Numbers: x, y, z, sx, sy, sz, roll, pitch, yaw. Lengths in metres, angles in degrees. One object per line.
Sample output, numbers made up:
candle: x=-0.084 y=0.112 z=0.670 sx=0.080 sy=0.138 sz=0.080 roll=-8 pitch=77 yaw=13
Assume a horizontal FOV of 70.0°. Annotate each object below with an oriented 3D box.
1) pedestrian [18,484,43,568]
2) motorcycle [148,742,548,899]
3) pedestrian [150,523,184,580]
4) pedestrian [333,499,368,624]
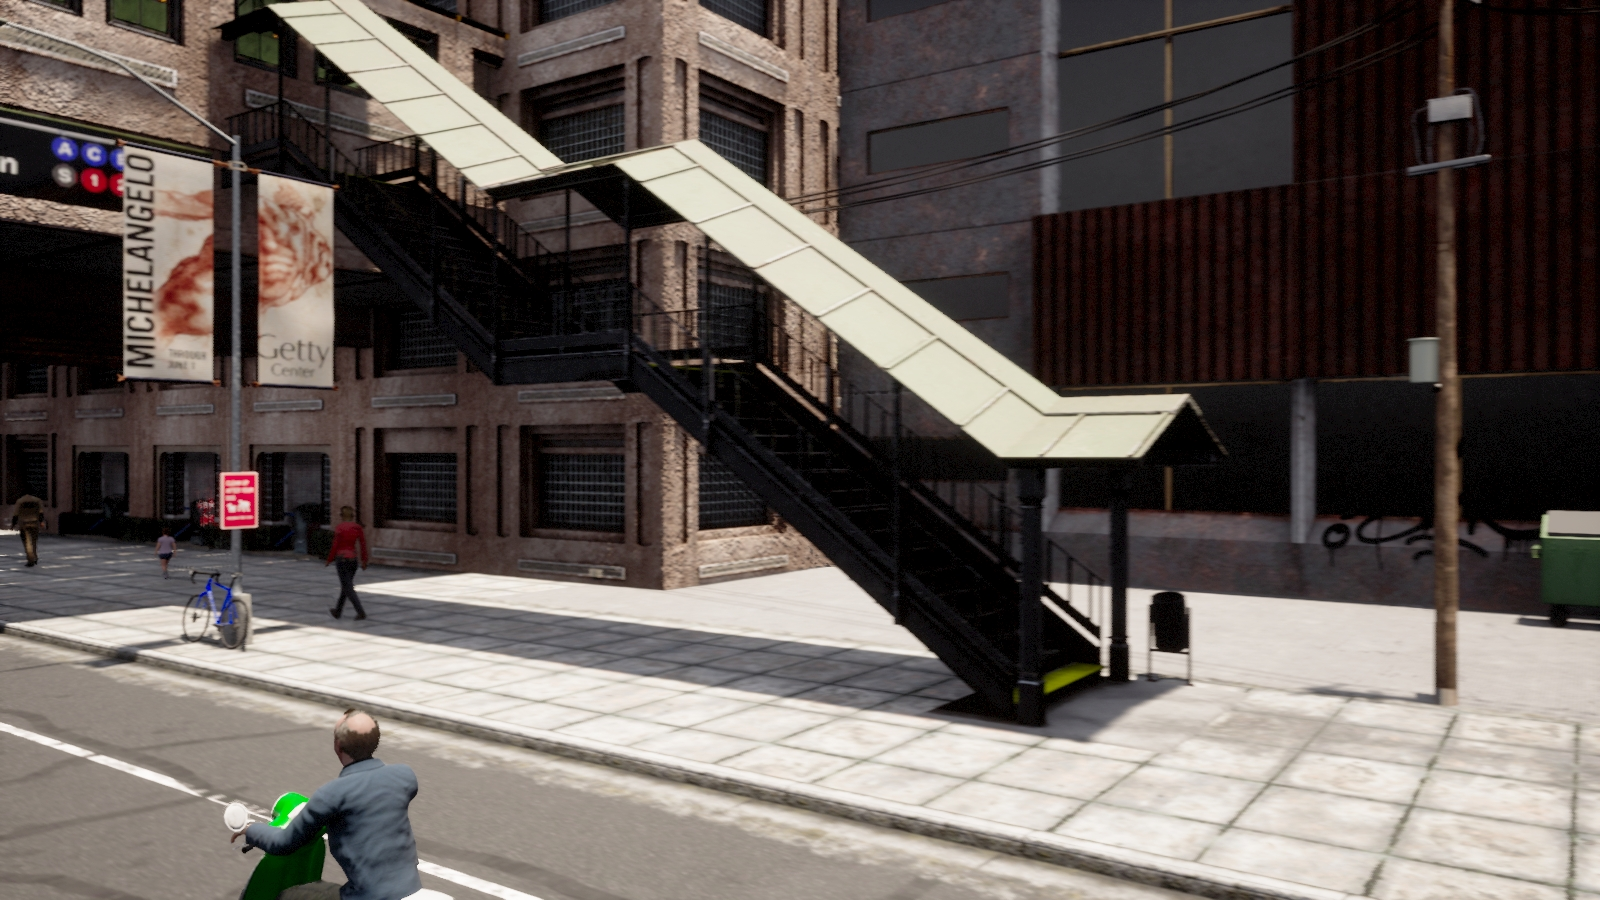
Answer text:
pedestrian: x=-17.230 y=1.696 z=25.586 sx=0.375 sy=1.860 sz=0.375 roll=0 pitch=0 yaw=40
motorcycle: x=-2.110 y=2.182 z=5.262 sx=1.805 sy=1.236 sz=0.856 roll=0 pitch=0 yaw=35
pedestrian: x=-13.010 y=2.076 z=23.484 sx=0.500 sy=1.100 sz=0.500 roll=0 pitch=0 yaw=44
pedestrian: x=-6.895 y=1.696 z=17.531 sx=0.375 sy=1.860 sz=0.375 roll=0 pitch=0 yaw=41
